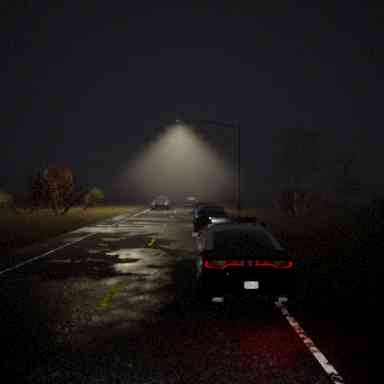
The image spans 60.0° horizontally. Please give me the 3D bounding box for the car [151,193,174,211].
[{"bbox_3d":[-3.691,1.290,39.962,2.097,1.767,4.553,0,0,0],"label":"car"}]

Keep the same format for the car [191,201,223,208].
[{"bbox_3d":[1.008,1.488,18.288,1.837,1.490,4.892,0,0,0],"label":"car"}]

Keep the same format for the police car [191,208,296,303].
[{"bbox_3d":[1.031,1.419,8.397,1.930,1.638,5.238,0,0,0],"label":"police car"}]

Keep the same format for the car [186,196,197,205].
[{"bbox_3d":[-0.144,1.407,59.126,1.812,1.442,4.674,0,0,0],"label":"car"}]

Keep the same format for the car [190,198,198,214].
[{"bbox_3d":[0.994,1.450,24.290,1.882,1.535,5.008,0,0,0],"label":"car"}]

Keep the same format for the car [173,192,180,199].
[{"bbox_3d":[-4.445,0.959,91.381,2.150,2.045,5.566,0,0,-2],"label":"car"}]

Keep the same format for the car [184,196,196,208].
[{"bbox_3d":[-0.073,1.414,45.792,2.128,1.511,4.902,0,0,0],"label":"car"}]
